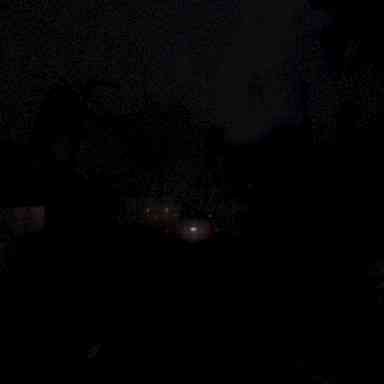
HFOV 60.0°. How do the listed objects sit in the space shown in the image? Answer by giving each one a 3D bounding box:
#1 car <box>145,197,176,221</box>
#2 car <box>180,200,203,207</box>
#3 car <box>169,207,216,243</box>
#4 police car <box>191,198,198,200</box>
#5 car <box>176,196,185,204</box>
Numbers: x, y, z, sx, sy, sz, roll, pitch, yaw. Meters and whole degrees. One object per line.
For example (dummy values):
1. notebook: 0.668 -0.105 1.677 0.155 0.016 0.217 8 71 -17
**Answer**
1. car: -2.836 1.548 29.544 2.097 1.767 4.553 0 -1 0
2. car: 0.109 1.784 32.062 1.994 1.385 4.181 0 -1 0
3. car: 0.101 1.654 16.467 1.994 1.385 4.181 0 0 0
4. police car: 0.860 2.412 91.672 1.930 1.638 5.238 0 -1 0
5. car: -2.723 1.872 70.484 2.150 2.045 5.566 0 -1 0
